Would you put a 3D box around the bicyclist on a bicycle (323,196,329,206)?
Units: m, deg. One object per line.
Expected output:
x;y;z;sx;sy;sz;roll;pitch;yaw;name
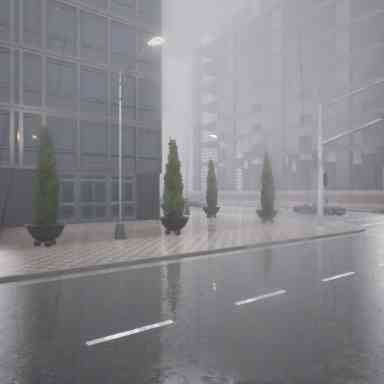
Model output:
17.854;1.356;44.381;1.656;1.620;0.582;0;0;-36;bicyclist on a bicycle

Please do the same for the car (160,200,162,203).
-3.829;1.547;59.927;2.128;1.511;4.902;0;0;-36;car

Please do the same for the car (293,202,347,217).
12.213;1.656;31.831;1.895;1.301;4.718;0;0;-37;car

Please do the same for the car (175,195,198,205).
-1.005;1.407;61.995;2.097;1.767;4.553;0;0;-36;car

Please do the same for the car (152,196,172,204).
-6.312;1.560;69.161;1.837;1.490;4.892;0;0;-36;car

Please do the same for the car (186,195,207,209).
0.830;1.581;47.390;1.812;1.442;4.674;0;0;-36;car
